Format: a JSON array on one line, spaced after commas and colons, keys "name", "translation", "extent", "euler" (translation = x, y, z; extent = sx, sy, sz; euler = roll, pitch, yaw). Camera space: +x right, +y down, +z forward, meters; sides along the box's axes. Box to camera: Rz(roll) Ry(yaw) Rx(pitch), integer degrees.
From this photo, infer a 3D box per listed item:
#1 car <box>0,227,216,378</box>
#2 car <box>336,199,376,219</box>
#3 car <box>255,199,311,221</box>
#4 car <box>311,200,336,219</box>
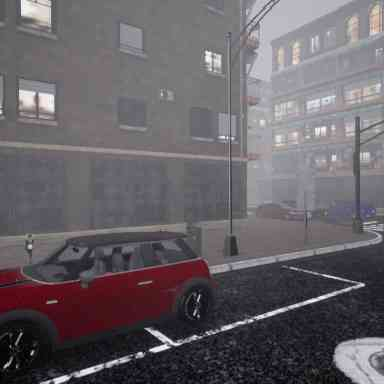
[{"name": "car", "translation": [-1.645, 1.440, 5.446], "extent": [4.097, 1.590, 1.967], "euler": [0, 0, -35]}, {"name": "car", "translation": [12.692, 1.341, 27.946], "extent": [1.882, 1.535, 5.008], "euler": [-1, 1, -35]}, {"name": "car", "translation": [6.835, 1.473, 26.225], "extent": [1.802, 1.307, 4.206], "euler": [0, 0, -35]}, {"name": "car", "translation": [8.920, 1.348, 27.746], "extent": [1.882, 1.535, 5.008], "euler": [-1, 1, -35]}]
